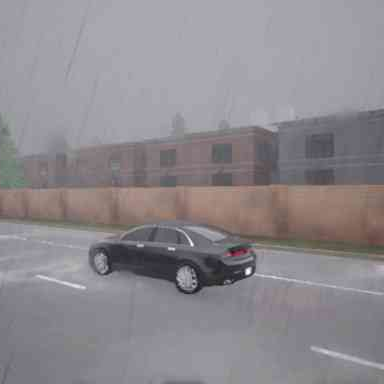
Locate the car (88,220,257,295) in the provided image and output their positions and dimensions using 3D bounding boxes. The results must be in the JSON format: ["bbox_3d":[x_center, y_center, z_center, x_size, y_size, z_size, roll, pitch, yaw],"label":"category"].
[{"bbox_3d":[-0.722,1.518,8.803,4.892,1.490,1.837,0,0,35],"label":"car"}]
